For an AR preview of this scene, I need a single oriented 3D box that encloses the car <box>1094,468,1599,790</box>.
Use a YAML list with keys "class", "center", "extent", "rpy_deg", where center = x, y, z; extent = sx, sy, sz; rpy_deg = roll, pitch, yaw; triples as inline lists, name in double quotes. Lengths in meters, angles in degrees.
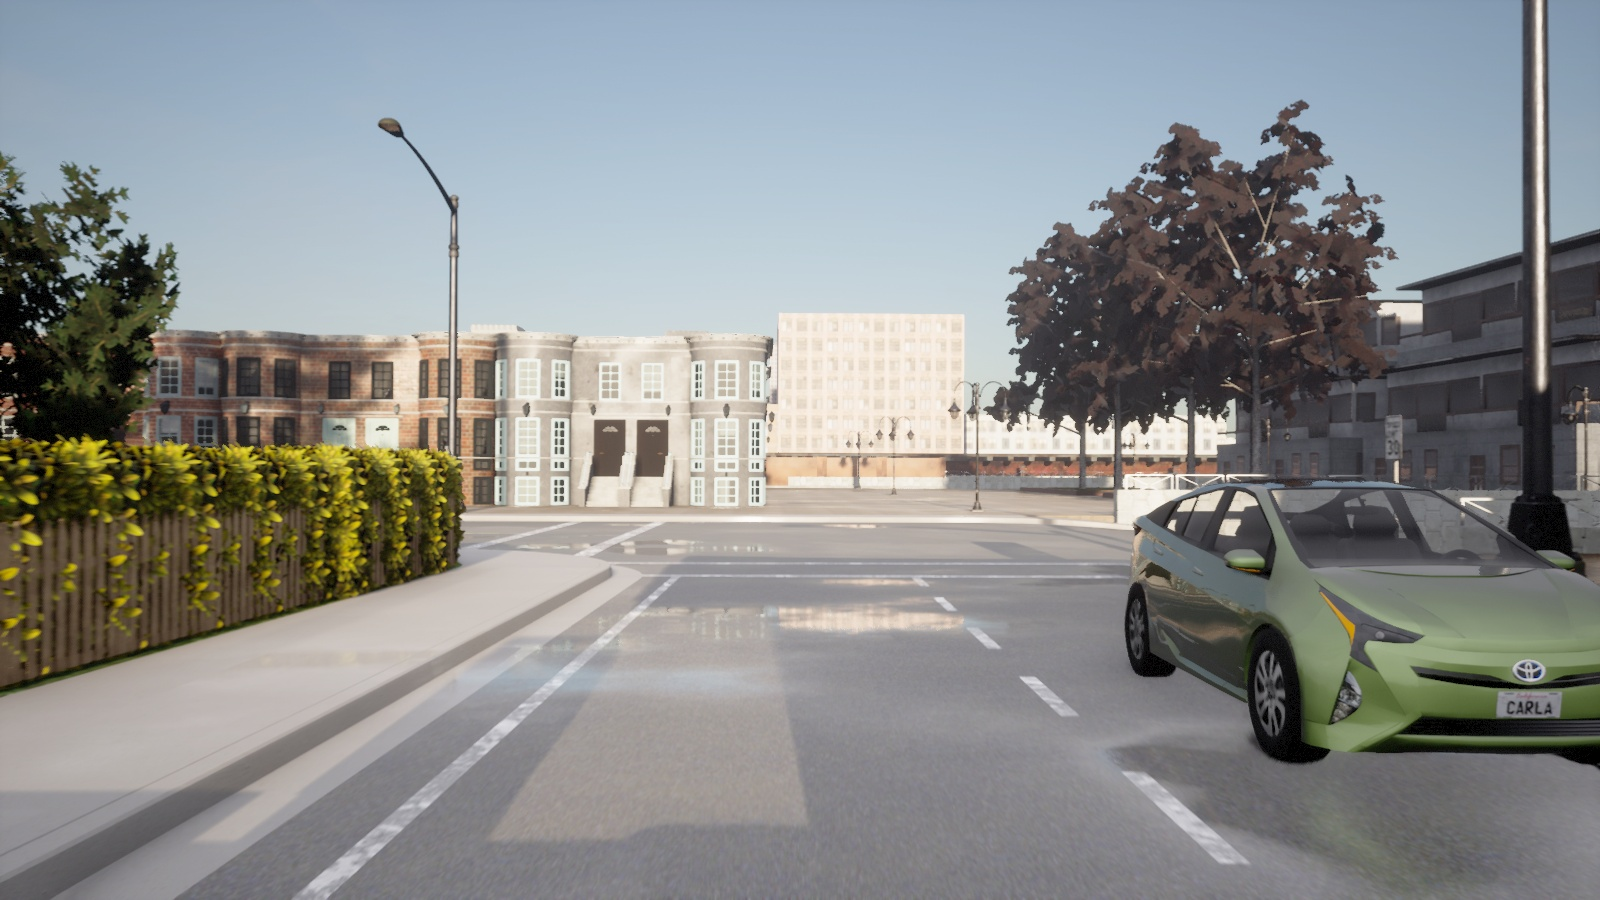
- class: "car"
  center: [3.478, 0.886, 8.242]
  extent: [2.007, 1.525, 4.514]
  rpy_deg: [0, -1, 0]
